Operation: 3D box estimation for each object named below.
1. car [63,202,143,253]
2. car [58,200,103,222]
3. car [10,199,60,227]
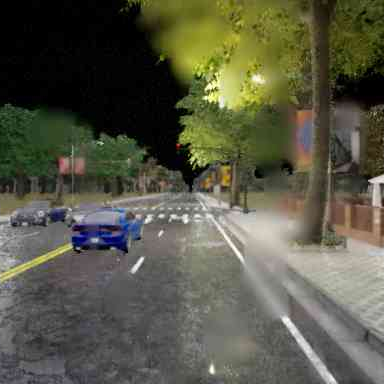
[{"bbox_3d":[-3.149,1.393,13.238,1.882,1.535,5.008,0,0,0],"label":"car"},{"bbox_3d":[-6.498,1.370,21.571,2.128,1.511,4.902,0,0,0],"label":"car"},{"bbox_3d":[-9.748,1.270,21.599,2.097,1.767,4.553,0,0,0],"label":"car"}]
